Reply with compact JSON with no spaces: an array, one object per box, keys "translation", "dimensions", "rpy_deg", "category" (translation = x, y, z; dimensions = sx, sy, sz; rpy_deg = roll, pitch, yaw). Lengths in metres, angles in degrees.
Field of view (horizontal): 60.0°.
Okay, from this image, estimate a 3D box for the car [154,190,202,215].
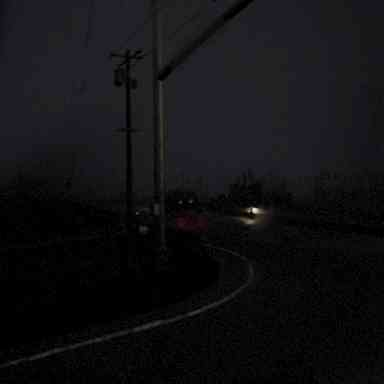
[{"translation":[-1.161,0.639,25.425],"dimensions":[2.097,1.767,4.553],"rpy_deg":[-1,3,-31],"category":"car"}]
